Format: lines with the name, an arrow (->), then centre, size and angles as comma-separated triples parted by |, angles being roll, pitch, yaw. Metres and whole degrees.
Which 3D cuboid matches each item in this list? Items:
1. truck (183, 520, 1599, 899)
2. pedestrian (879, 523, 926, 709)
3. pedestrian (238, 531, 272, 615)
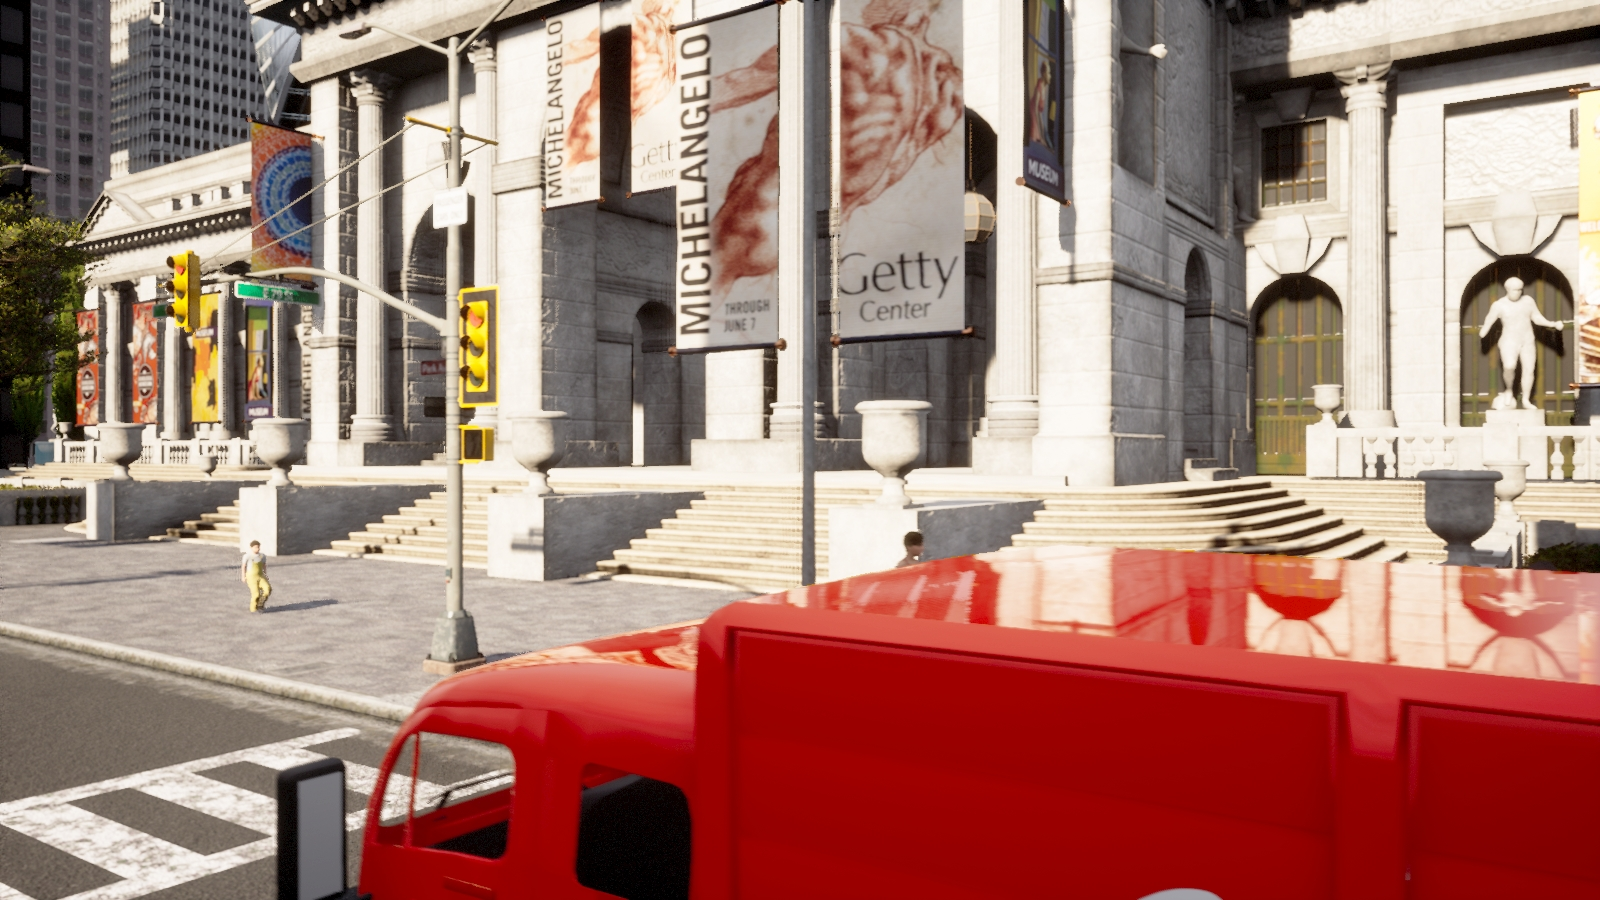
truck -> 1.001, 1.565, 3.077 | 5.204, 2.467, 2.627 | 0, 0, 35
pedestrian -> 1.062, 1.700, 11.864 | 0.375, 1.860, 0.375 | 0, 0, 27
pedestrian -> -8.832, 1.986, 18.523 | 0.375, 1.300, 0.375 | 0, 0, 37
